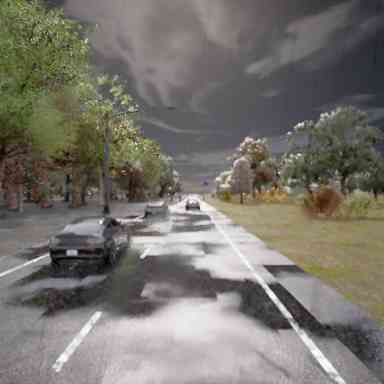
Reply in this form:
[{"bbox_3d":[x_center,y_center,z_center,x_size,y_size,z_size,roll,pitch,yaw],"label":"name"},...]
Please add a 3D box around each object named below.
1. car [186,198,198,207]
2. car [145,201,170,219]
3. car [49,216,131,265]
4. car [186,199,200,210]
[{"bbox_3d":[0.045,1.781,56.383,1.895,1.301,4.718,0,0,0],"label":"car"},{"bbox_3d":[-3.154,1.588,30.665,2.128,1.511,4.902,0,0,2],"label":"car"},{"bbox_3d":[-3.393,1.563,11.718,1.812,1.442,4.674,0,0,0],"label":"car"},{"bbox_3d":[0.130,1.708,45.828,1.994,1.385,4.181,0,0,1],"label":"car"}]
